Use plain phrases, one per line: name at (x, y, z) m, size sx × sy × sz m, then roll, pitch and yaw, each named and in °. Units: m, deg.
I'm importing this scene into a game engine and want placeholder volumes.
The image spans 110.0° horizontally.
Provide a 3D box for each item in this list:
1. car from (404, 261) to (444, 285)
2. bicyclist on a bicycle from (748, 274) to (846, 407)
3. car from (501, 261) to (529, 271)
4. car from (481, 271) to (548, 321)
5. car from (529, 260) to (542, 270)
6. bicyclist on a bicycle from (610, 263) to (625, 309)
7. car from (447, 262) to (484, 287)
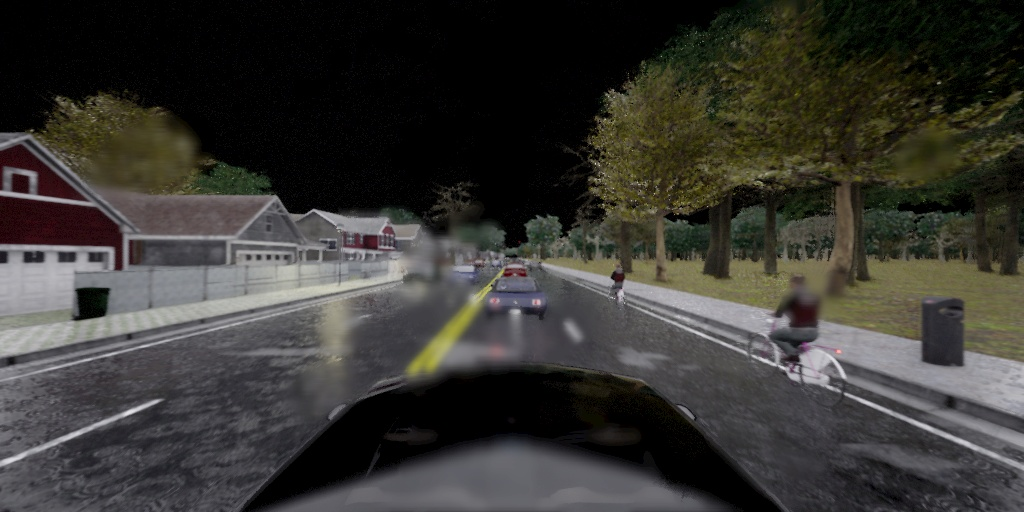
car at (-6.472, 1.167, 26.696) m, size 2.097 × 1.767 × 4.553 m, roll 0°, pitch 0°, yaw 0°
bicyclist on a bicycle at (4.159, 1.145, 5.407) m, size 0.659 × 1.776 × 1.843 m, roll 0°, pitch 0°, yaw 0°
car at (0.251, 1.328, 30.945) m, size 1.882 × 1.535 × 5.008 m, roll 0°, pitch 0°, yaw 0°
car at (0.150, 1.387, 12.691) m, size 1.895 × 1.301 × 4.718 m, roll 0°, pitch 0°, yaw 0°
car at (3.640, 1.437, 56.682) m, size 2.128 × 1.511 × 4.902 m, roll 0°, pitch 0°, yaw 0°
bicyclist on a bicycle at (4.208, 1.175, 14.410) m, size 0.659 × 1.776 × 1.843 m, roll 0°, pitch 0°, yaw 0°
car at (-3.232, 1.345, 25.207) m, size 1.812 × 1.442 × 4.674 m, roll 0°, pitch 0°, yaw 0°
